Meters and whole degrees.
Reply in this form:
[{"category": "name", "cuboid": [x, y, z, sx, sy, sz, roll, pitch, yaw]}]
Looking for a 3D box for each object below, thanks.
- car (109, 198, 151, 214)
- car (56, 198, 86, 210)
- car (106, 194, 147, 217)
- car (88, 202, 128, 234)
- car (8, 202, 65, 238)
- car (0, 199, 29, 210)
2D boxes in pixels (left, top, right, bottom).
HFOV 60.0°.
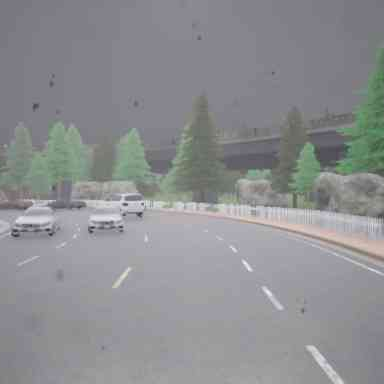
[{"category": "car", "cuboid": [-6.707, 1.462, 35.398, 2.128, 1.511, 4.902, 0, 0, -42]}, {"category": "car", "cuboid": [-16.006, 1.511, 42.434, 5.357, 1.411, 2.033, 0, 0, 27]}, {"category": "car", "cuboid": [-6.308, 1.196, 29.975, 2.150, 2.045, 5.566, 0, 0, -35]}, {"category": "car", "cuboid": [-4.985, 1.509, 19.371, 1.812, 1.442, 4.674, 0, 0, -15]}, {"category": "car", "cuboid": [-8.208, 1.510, 17.959, 1.812, 1.442, 4.674, 0, 0, -15]}, {"category": "car", "cuboid": [-21.565, 1.529, 40.854, 4.181, 1.385, 1.994, 0, 0, 20]}]
